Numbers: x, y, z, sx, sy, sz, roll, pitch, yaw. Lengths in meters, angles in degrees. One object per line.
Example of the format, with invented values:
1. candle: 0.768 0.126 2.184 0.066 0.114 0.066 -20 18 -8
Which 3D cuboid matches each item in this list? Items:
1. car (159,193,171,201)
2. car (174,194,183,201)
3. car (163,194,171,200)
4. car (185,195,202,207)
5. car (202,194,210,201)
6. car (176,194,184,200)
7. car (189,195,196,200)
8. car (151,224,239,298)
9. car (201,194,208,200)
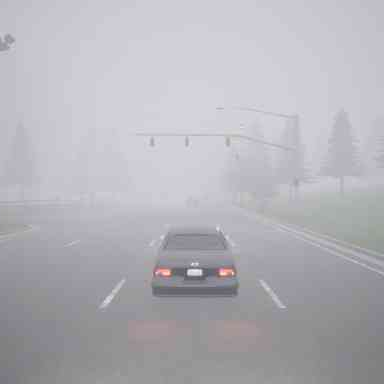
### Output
1. car: -6.924 1.216 83.433 2.150 2.045 5.566 0 0 0
2. car: -3.423 1.516 83.816 1.812 1.442 4.674 0 0 0
3. car: -6.914 1.384 93.823 1.994 1.385 4.181 0 0 0
4. car: 0.046 1.351 52.754 2.097 1.767 4.553 0 0 0
5. car: 3.576 1.491 83.393 1.837 1.490 4.892 0 0 0
6. car: -3.414 1.357 93.820 2.128 1.511 4.902 0 0 0
7. car: 0.086 1.539 94.230 2.033 1.411 5.357 0 0 0
8. car: 0.074 1.547 8.714 2.033 1.411 5.357 0 0 0
9. car: 3.586 1.310 93.813 1.882 1.535 5.008 0 0 0
